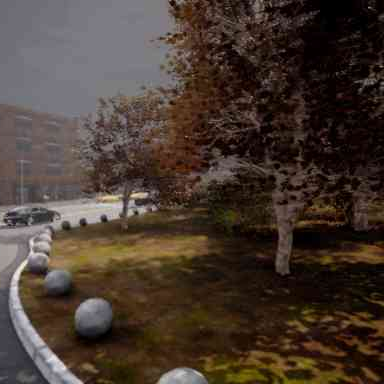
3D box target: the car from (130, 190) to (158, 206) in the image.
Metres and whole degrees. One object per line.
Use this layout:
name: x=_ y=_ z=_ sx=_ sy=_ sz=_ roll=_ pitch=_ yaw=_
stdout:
car: x=-5.634 y=1.029 z=44.367 sx=1.882 sy=1.535 sz=5.008 roll=-1 pitch=3 yaw=27

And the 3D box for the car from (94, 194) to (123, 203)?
car: x=-13.648 y=0.912 z=54.484 sx=1.946 sy=1.575 sz=5.366 roll=-1 pitch=3 yaw=30

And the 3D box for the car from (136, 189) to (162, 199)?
car: x=-8.181 y=0.292 z=64.065 sx=1.946 sy=1.575 sz=5.366 roll=-1 pitch=3 yaw=30

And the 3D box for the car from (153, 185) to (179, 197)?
car: x=-5.319 y=-0.281 z=69.093 sx=2.435 sy=2.045 sz=5.566 roll=-1 pitch=3 yaw=30

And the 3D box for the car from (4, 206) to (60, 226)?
car: x=-12.692 y=1.861 z=26.721 sx=1.837 sy=1.490 sz=4.892 roll=-2 pitch=1 yaw=15
